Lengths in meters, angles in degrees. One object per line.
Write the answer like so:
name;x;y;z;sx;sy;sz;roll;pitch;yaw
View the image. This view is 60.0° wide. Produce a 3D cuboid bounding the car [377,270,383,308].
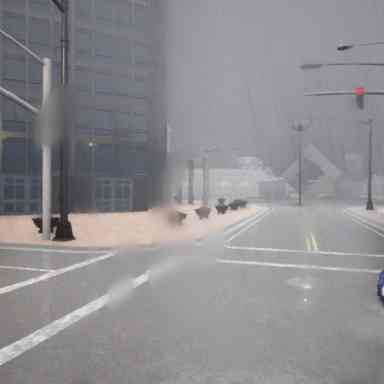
car;5.662;1.233;4.381;5.566;2.045;2.150;0;0;18
